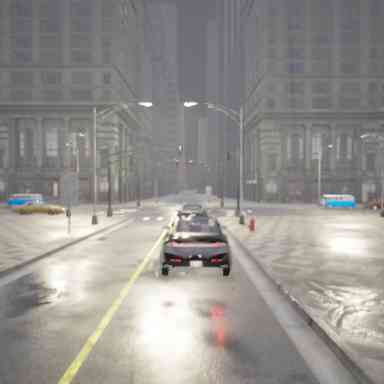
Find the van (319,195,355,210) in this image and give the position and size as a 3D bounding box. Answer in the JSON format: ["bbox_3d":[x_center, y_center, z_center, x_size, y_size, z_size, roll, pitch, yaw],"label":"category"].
[{"bbox_3d":[17.760,1.273,40.594,3.998,1.788,1.690,0,1,0],"label":"van"}]

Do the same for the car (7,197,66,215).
[{"bbox_3d":[-14.626,1.506,31.936,4.829,1.417,1.752,0,1,0],"label":"car"}]

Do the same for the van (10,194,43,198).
[{"bbox_3d":[-20.224,1.148,40.443,3.998,1.788,1.690,0,1,0],"label":"van"}]

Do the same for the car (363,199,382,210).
[{"bbox_3d":[23.285,1.497,40.617,4.507,1.381,1.887,0,1,0],"label":"car"}]

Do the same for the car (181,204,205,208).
[{"bbox_3d":[0.079,1.469,19.963,1.837,1.490,4.892,0,0,3],"label":"car"}]

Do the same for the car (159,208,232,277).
[{"bbox_3d":[0.100,1.469,10.176,2.128,1.511,4.902,0,0,0],"label":"car"}]
